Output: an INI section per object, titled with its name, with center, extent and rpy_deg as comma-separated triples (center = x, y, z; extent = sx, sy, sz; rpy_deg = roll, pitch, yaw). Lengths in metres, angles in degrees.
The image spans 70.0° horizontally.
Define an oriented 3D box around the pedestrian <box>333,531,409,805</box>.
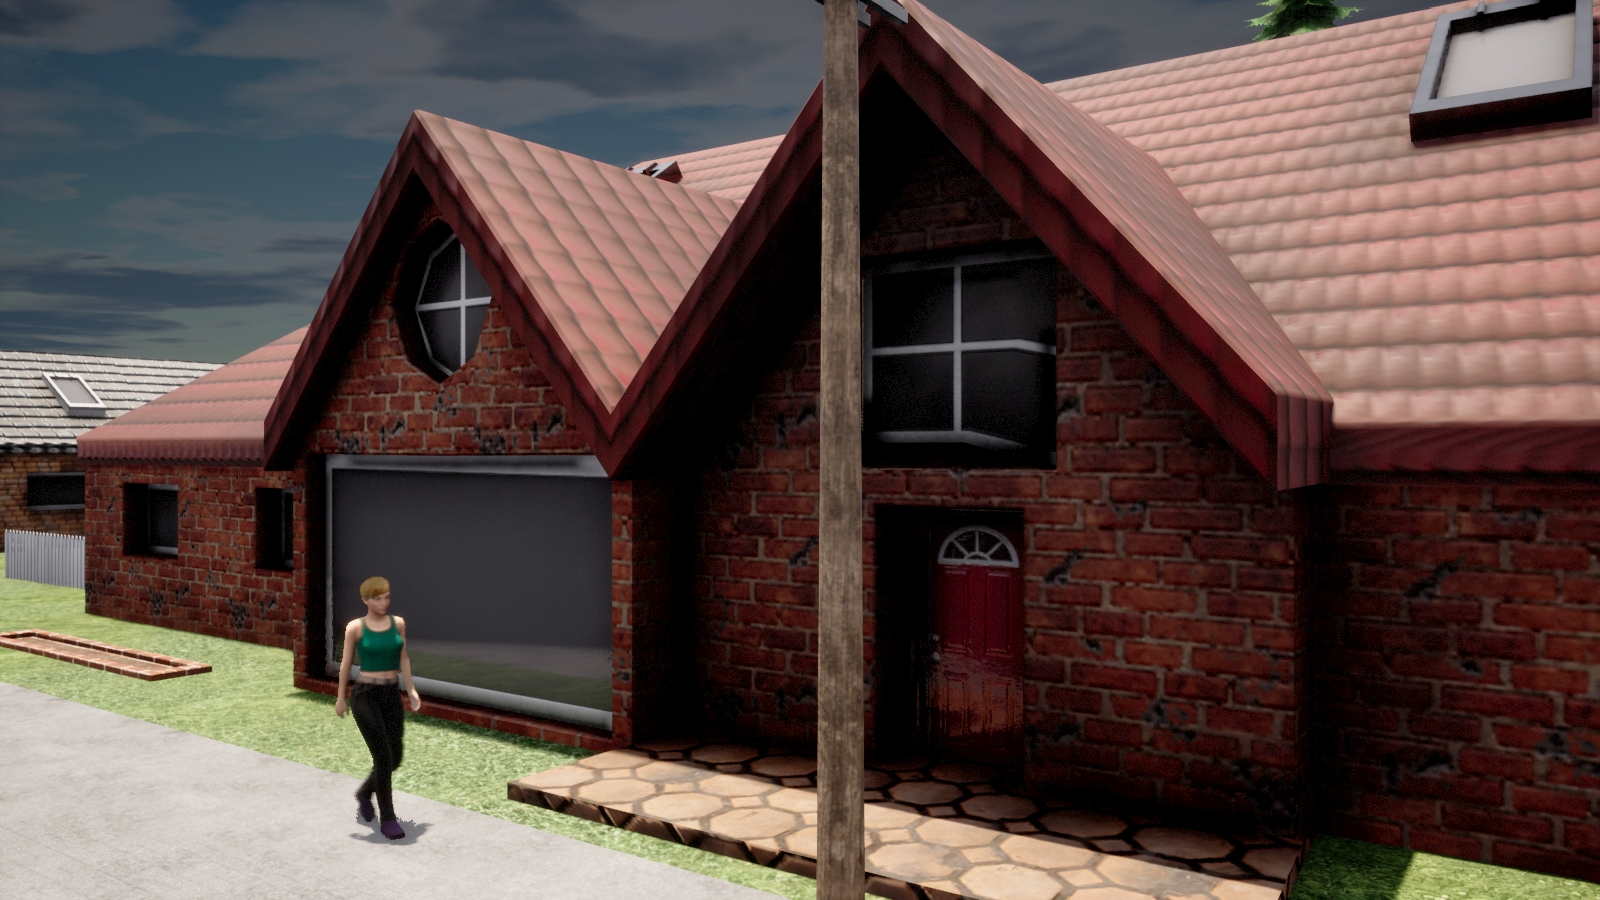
[pedestrian]
center = -3.062, 1.524, 8.151
extent = 0.375, 1.860, 0.375
rpy_deg = 0, 0, 42
